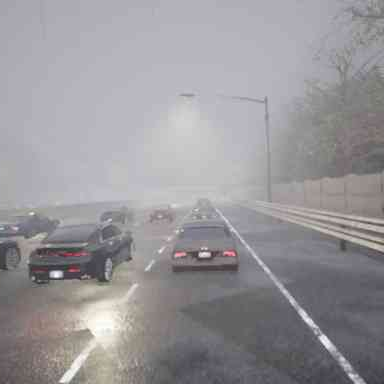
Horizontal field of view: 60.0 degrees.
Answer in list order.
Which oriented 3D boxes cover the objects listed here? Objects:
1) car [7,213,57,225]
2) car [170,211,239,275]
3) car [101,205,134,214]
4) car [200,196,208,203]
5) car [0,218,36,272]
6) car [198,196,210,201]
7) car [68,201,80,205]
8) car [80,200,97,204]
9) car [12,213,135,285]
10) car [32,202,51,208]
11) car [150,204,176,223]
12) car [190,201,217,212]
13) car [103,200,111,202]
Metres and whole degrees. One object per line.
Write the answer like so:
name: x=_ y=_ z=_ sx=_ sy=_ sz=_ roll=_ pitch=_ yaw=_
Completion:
car: x=-9.693 y=1.951 z=19.687 sx=2.033 sy=1.411 sz=5.357 roll=-2 pitch=0 yaw=2
car: x=0.397 y=1.582 z=10.604 sx=2.033 sy=1.411 sz=5.357 roll=-2 pitch=0 yaw=2
car: x=-5.942 y=1.820 z=26.946 sx=1.837 sy=1.490 sz=4.892 roll=-2 pitch=0 yaw=2
car: x=2.912 y=1.856 z=83.597 sx=1.882 sy=1.535 sz=5.008 roll=-2 pitch=0 yaw=2
car: x=-6.563 y=1.744 z=8.933 sx=2.128 sy=1.511 sz=4.902 roll=-2 pitch=0 yaw=2
car: x=1.457 y=1.499 z=41.535 sx=2.097 sy=1.767 sz=4.553 roll=-2 pitch=0 yaw=2
car: x=-25.457 y=2.655 z=72.988 sx=1.882 sy=1.535 sz=5.008 roll=-2 pitch=0 yaw=2
car: x=-21.960 y=2.589 z=72.868 sx=2.128 sy=1.511 sz=4.902 roll=-2 pitch=0 yaw=2
car: x=-3.025 y=1.647 z=10.019 sx=1.837 sy=1.490 sz=4.892 roll=-2 pitch=0 yaw=2
car: x=-29.238 y=2.803 z=64.779 sx=2.128 sy=1.511 sz=4.902 roll=-2 pitch=0 yaw=2
car: x=-2.406 y=1.732 z=28.038 sx=1.812 sy=1.442 sz=4.674 roll=-2 pitch=0 yaw=2
car: x=0.819 y=1.625 z=22.945 sx=2.033 sy=1.411 sz=5.357 roll=-2 pitch=0 yaw=2
car: x=-18.463 y=2.503 z=72.747 sx=1.994 sy=1.385 sz=4.181 roll=-2 pitch=0 yaw=2
